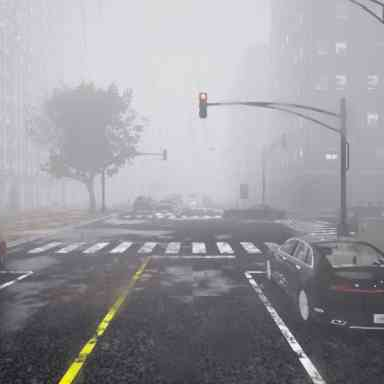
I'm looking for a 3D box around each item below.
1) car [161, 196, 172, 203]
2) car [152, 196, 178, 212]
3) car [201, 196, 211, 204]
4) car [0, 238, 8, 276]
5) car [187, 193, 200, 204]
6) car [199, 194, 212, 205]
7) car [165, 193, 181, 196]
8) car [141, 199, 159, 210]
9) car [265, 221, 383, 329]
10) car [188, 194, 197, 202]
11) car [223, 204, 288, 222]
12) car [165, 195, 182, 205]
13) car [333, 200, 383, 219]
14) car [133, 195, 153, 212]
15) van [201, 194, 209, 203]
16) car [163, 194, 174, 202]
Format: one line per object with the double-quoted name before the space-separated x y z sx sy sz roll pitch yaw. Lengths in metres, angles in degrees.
"car" -5.543 1.626 72.415 1.947 1.339 4.313 0 0 0
"car" -3.023 1.567 38.564 2.033 1.411 5.357 0 0 0
"car" 2.826 1.577 67.044 1.752 1.417 4.829 0 0 0
"car" -5.679 1.545 6.889 1.887 1.381 4.507 0 0 0
"car" 0.233 1.271 66.415 2.150 2.045 5.566 0 0 0
"car" 2.815 1.610 61.351 1.947 1.339 4.313 0 0 0
"car" -2.930 1.263 59.660 2.150 2.045 5.566 0 0 3
"car" -5.601 1.592 44.800 1.947 1.339 4.313 0 0 0
"car" 2.701 1.551 6.872 2.008 1.369 4.403 0 0 0
"car" 0.162 1.427 78.821 2.097 1.767 4.553 0 0 0
"car" 4.745 1.581 25.086 4.718 1.301 1.895 -1 0 21
"car" -3.000 1.578 49.017 2.033 1.411 5.357 0 0 0
"car" 13.478 1.350 26.255 4.403 1.369 2.008 -1 1 0
"car" -5.613 1.336 39.277 2.192 1.841 5.009 0 0 0
"van" 2.837 1.401 72.397 1.690 1.788 3.998 0 0 0
"car" -5.532 1.385 77.937 2.192 1.841 5.009 0 0 0
